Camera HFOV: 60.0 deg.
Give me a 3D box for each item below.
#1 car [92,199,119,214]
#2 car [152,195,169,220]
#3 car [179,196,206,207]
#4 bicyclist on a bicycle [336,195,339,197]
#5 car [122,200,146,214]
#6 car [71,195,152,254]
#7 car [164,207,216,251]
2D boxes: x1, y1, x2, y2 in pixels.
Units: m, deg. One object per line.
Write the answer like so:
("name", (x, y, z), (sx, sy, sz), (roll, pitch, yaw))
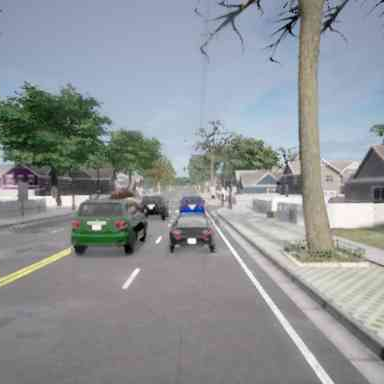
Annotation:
("car", (-9.738, 1.570, 37.756), (1.837, 1.490, 4.892), (0, 0, 0))
("car", (-3.237, 1.309, 28.996), (2.150, 2.045, 5.566), (0, 0, 0))
("car", (0.013, 1.309, 28.987), (2.150, 2.045, 5.566), (0, 0, 0))
("bicyclist on a bicycle", (18.469, 1.210, 42.182), (0.582, 1.620, 1.656), (0, 0, -2))
("car", (-6.486, 1.656, 37.938), (1.895, 1.301, 4.718), (0, 0, 0))
("car", (-3.243, 1.301, 14.006), (2.150, 2.045, 5.566), (0, 0, 0))
("car", (0.010, 1.612, 14.384), (1.812, 1.442, 4.674), (0, 0, 0))
